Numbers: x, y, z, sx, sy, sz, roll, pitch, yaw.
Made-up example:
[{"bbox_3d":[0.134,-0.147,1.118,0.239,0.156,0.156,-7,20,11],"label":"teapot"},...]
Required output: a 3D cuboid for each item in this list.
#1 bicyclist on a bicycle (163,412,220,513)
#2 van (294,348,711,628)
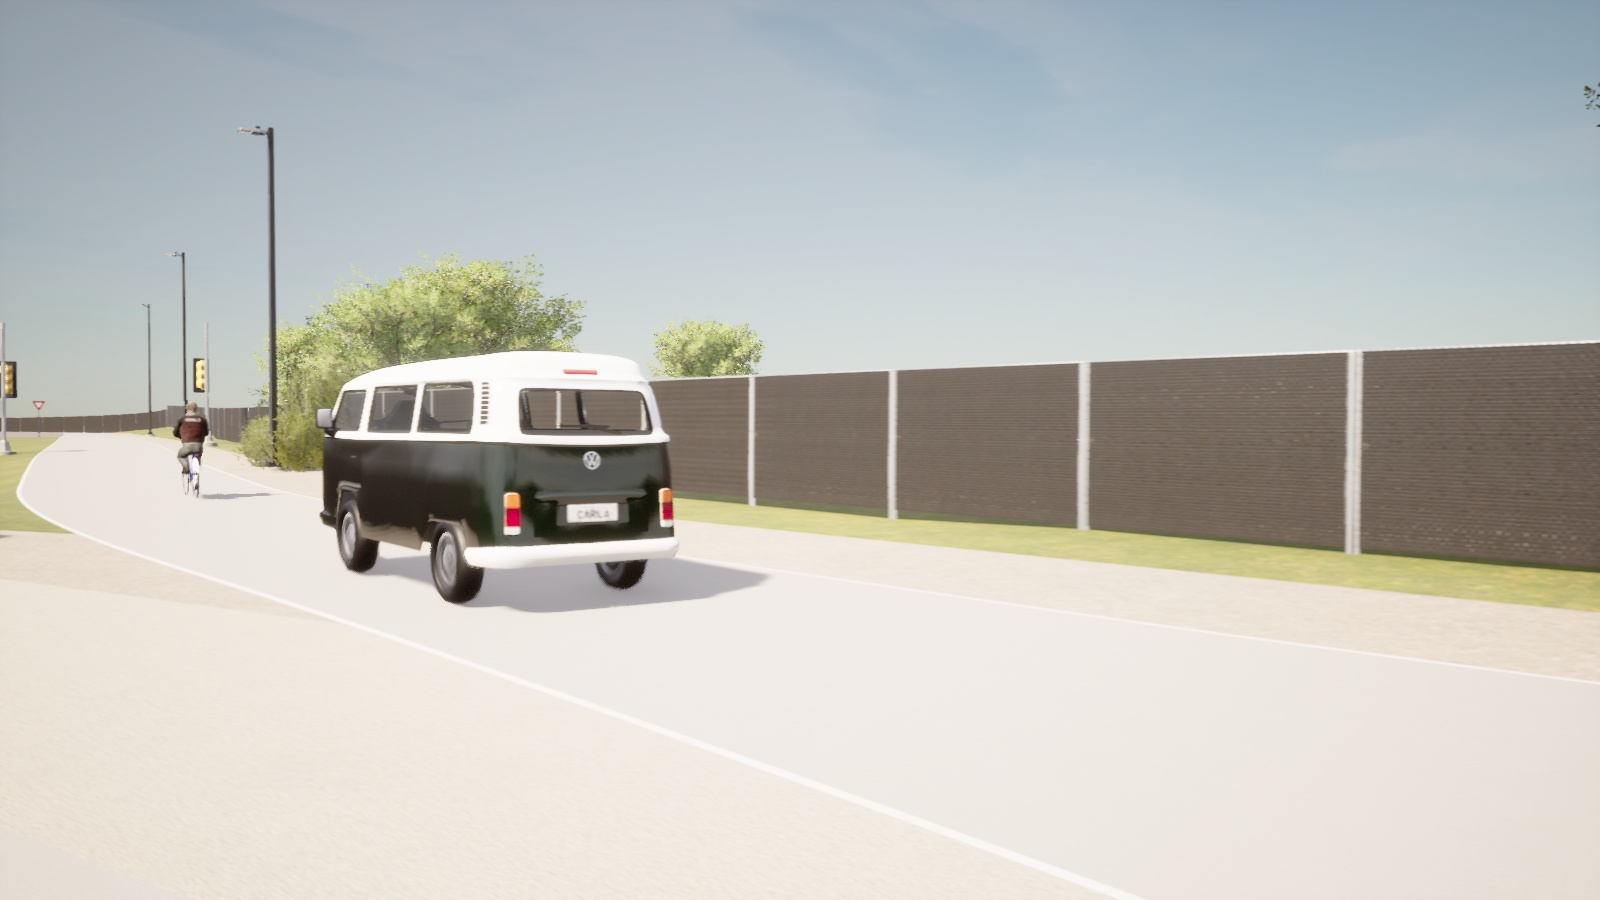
[{"bbox_3d":[-11.204,0.199,23.089,0.659,1.776,1.843,-2,2,-34],"label":"bicyclist on a bicycle"},{"bbox_3d":[-2.926,0.233,11.561,2.069,2.038,4.480,-2,2,-37],"label":"van"}]
